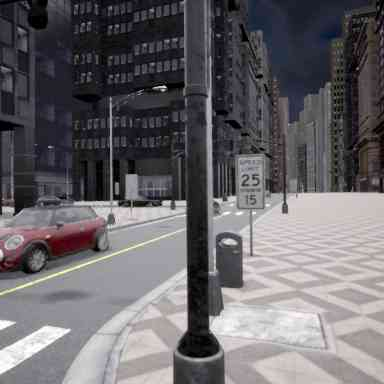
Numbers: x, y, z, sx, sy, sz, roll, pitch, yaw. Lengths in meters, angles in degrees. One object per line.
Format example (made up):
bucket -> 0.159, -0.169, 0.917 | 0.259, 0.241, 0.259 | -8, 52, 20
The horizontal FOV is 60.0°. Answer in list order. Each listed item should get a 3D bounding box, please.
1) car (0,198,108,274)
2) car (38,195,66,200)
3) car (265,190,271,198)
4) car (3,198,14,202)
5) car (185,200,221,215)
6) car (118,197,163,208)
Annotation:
car -> -4.609, 1.245, 10.394 | 2.097, 1.767, 4.553 | -1, 1, 19
car -> -16.048, 1.153, 39.508 | 4.892, 1.490, 1.837 | -1, 0, 19
car -> 15.025, 0.427, 67.740 | 1.837, 1.490, 4.892 | -1, 0, 19
car -> -25.618, 1.092, 42.797 | 4.553, 1.767, 2.097 | -1, 0, 19
car -> 0.928, 1.181, 26.354 | 1.994, 1.385, 4.181 | -1, 1, 19
car -> -5.473, 1.144, 35.723 | 4.718, 1.301, 1.895 | -1, 0, 22
